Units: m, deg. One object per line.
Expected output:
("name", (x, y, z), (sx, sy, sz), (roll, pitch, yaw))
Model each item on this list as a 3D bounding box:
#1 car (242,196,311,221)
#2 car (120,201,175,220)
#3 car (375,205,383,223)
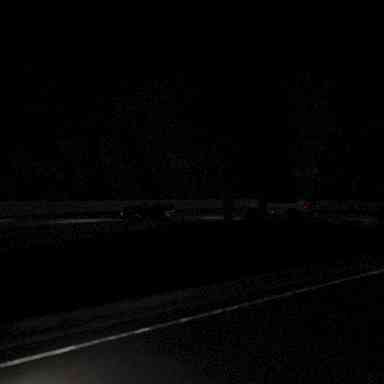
("car", (7.044, 1.318, 28.010), (5.566, 2.045, 2.150), (0, -1, 18))
("car", (-3.773, 1.531, 28.750), (4.902, 1.511, 2.128), (0, -1, -35))
("car", (16.403, 1.363, 24.358), (2.150, 2.045, 5.566), (1, 0, -22))
